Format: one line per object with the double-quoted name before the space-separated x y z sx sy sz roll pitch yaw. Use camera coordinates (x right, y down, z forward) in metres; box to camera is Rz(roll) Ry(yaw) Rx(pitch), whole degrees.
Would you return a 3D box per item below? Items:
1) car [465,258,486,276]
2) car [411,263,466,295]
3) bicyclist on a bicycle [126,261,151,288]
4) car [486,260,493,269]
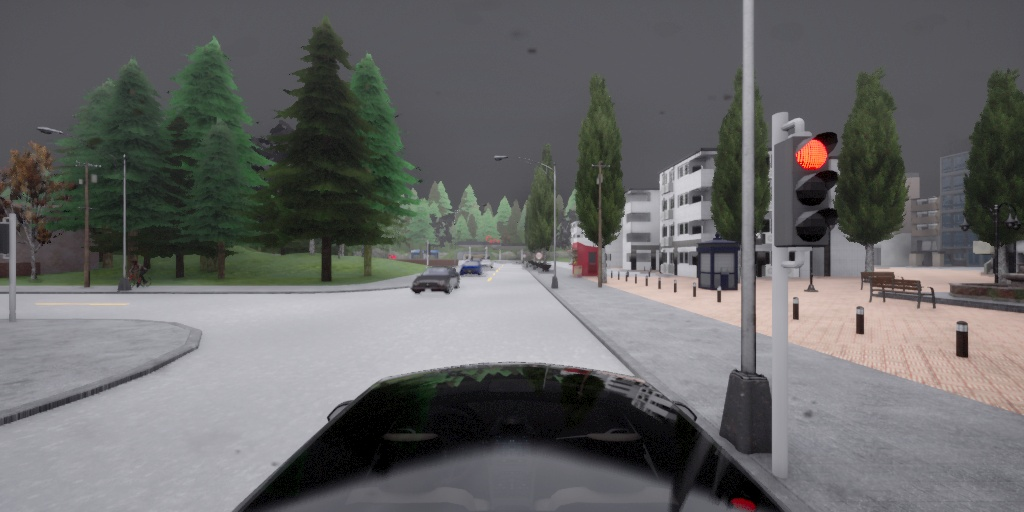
"car" -4.087 1.228 36.949 1.882 1.535 5.008 0 0 0
"car" -4.094 1.297 20.142 2.033 1.411 5.357 0 0 0
"bicyclist on a bicycle" -22.136 1.099 21.184 0.582 1.620 1.656 0 0 0
"car" -4.026 1.275 55.937 1.812 1.442 4.674 0 0 0
